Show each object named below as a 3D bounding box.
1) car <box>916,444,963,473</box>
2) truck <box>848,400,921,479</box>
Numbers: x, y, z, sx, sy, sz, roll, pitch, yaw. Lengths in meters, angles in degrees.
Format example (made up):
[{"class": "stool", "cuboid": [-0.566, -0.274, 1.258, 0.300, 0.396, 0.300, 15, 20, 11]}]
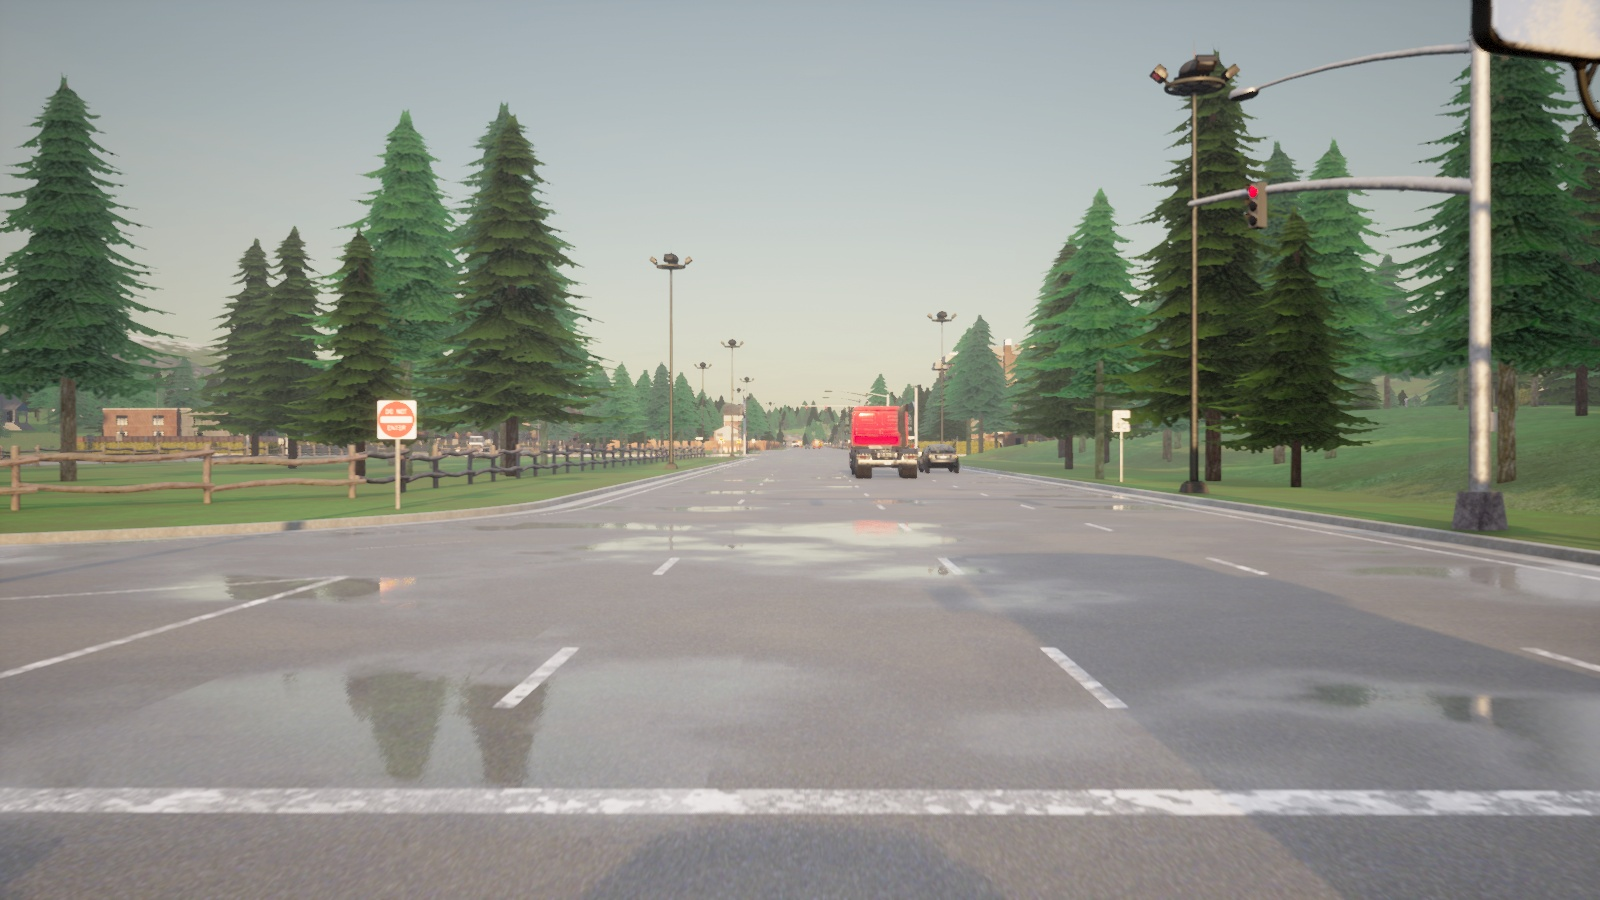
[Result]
[{"class": "car", "cuboid": [7.397, 0.427, 67.069, 2.007, 1.525, 4.514, 0, 0, 0]}, {"class": "truck", "cuboid": [3.852, -0.471, 58.891, 2.891, 3.462, 7.936, 0, 0, 0]}]
